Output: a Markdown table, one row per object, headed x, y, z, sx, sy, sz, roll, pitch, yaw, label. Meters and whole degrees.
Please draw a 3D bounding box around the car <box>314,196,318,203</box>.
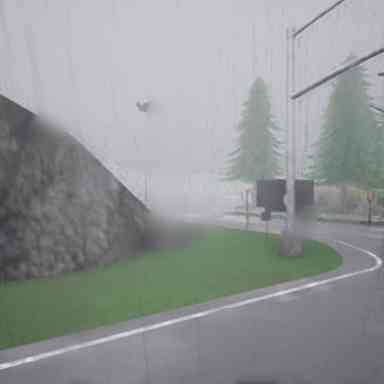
| x | y | z | sx | sy | sz | roll | pitch | yaw | label |
| --- | --- | --- | --- | --- | --- | --- | --- | --- | --- |
| 25.252 | 1.562 | 67.618 | 4.181 | 1.385 | 1.994 | 0 | 0 | -36 | car |
